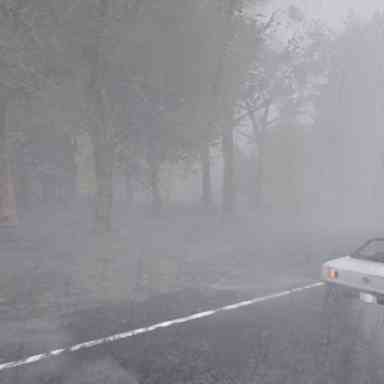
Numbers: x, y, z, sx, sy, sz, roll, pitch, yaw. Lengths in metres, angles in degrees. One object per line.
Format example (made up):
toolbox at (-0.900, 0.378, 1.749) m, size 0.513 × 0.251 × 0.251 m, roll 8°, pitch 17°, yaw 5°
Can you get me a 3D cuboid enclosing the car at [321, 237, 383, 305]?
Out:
car at (5.012, 1.649, 7.324) m, size 4.718 × 1.301 × 1.895 m, roll 0°, pitch 0°, yaw -35°
